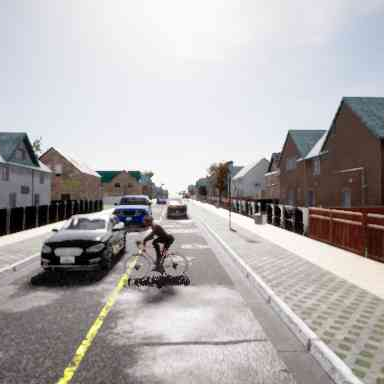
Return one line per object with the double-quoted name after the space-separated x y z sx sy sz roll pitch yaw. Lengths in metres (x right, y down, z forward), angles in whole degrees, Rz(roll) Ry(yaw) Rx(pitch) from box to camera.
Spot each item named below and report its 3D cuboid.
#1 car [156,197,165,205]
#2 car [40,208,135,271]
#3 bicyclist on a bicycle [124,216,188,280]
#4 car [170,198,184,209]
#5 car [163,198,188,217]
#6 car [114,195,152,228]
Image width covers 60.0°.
-5.927 1.681 64.413 1.882 1.535 5.008 0 0 -2 "car"
-3.349 1.501 11.063 2.128 1.511 4.902 0 0 -3 "car"
-0.938 1.448 8.579 1.656 1.620 0.582 -1 0 -3 "bicyclist on a bicycle"
-2.226 1.597 48.116 1.882 1.535 5.008 0 0 -3 "car"
-1.424 1.547 31.831 2.128 1.511 4.902 0 0 -3 "car"
-3.910 1.251 22.622 2.150 2.045 5.566 0 0 -3 "car"
